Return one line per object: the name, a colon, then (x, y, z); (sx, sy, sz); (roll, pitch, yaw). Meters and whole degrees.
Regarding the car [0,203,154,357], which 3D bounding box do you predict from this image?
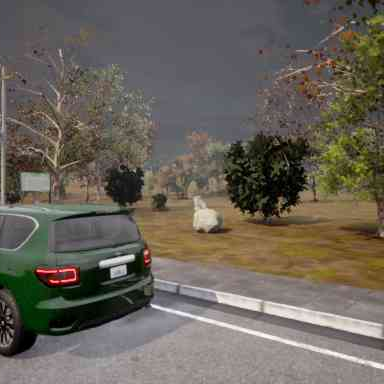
car: (-3.230, 1.221, 6.279); (5.566, 2.045, 2.150); (0, 0, 35)
